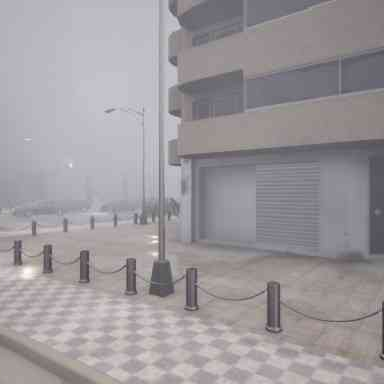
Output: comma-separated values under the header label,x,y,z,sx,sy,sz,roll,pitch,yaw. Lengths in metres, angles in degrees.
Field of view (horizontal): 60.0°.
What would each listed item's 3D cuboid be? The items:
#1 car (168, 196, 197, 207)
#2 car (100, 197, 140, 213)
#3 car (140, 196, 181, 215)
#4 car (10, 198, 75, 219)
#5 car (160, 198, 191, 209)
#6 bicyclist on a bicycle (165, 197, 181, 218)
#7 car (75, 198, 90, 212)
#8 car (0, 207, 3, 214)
label,x,y,z,sx,sy,sz,roll,pitch,yaw
car,-1.382,1.449,51.286,1.837,1.490,4.892,0,0,36
car,-7.972,1.508,36.262,1.994,1.385,4.181,0,0,36
car,-2.375,1.296,31.717,2.097,1.767,4.553,0,0,36
car,-13.203,1.436,29.043,2.128,1.511,4.902,0,0,36
car,-2.118,1.508,44.334,1.994,1.385,4.181,0,0,36
bicyclist on a bicycle,-1.503,1.246,26.473,1.656,1.620,0.582,0,0,36
car,-13.100,1.449,35.149,1.837,1.490,4.892,0,0,36
car,-18.580,1.545,27.608,1.895,1.301,4.718,0,0,36
